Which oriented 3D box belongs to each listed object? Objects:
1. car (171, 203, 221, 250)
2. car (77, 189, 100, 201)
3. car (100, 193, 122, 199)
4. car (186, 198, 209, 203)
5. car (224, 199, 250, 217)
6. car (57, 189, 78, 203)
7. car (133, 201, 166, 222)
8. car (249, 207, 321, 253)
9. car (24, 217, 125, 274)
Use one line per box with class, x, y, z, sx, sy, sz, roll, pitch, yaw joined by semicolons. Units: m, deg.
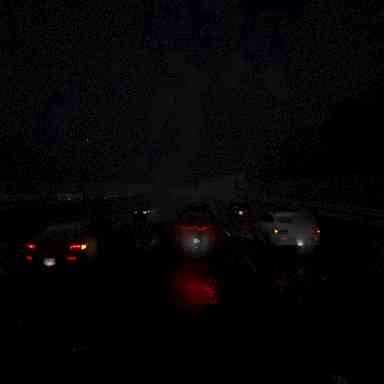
car;0.180;1.463;14.086;1.837;1.490;4.892;0;1;1
car;-16.277;0.758;53.900;2.097;1.767;4.553;0;1;3
car;-12.768;0.881;54.062;1.882;1.535;5.008;0;1;3
car;0.507;1.292;30.393;1.882;1.535;5.008;0;1;2
car;3.968;1.340;28.928;1.837;1.490;4.892;0;1;2
car;-19.768;0.619;54.109;2.150;2.045;5.566;0;1;3
car;-3.154;1.415;25.262;2.033;1.411;5.357;0;1;2
car;3.669;1.489;13.383;1.812;1.442;4.674;0;0;1
car;-3.390;1.500;10.353;1.812;1.442;4.674;0;0;1
